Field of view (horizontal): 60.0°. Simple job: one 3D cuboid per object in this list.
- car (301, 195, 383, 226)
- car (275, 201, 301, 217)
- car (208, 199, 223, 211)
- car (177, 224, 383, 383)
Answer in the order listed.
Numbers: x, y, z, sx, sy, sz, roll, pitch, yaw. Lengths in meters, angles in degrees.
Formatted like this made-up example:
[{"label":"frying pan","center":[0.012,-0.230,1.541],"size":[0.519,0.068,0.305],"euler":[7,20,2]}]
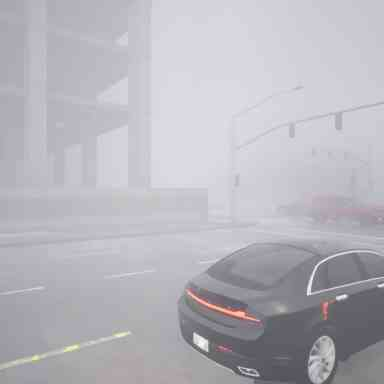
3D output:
[{"label":"car","center":[10.640,1.223,22.670],"size":[2.150,2.045,5.566],"euler":[0,0,-36]},{"label":"car","center":[10.100,1.547,29.749],"size":[2.033,1.411,5.357],"euler":[0,0,-40]},{"label":"car","center":[1.871,1.563,40.736],"size":[1.994,1.385,4.181],"euler":[0,0,-36]},{"label":"car","center":[2.088,1.505,5.280],"size":[4.892,1.490,1.837],"euler":[0,0,-35]}]
